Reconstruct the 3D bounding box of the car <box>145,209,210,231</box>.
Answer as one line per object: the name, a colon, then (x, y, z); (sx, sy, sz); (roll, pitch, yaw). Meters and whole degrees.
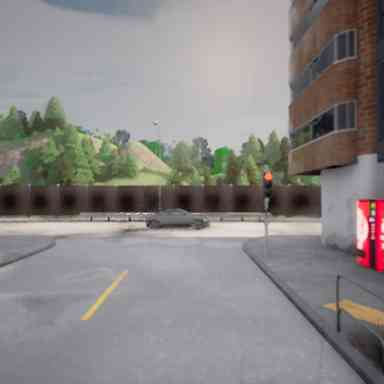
car: (-0.940, 1.784, 21.772); (4.181, 1.385, 1.994); (0, -1, 0)
